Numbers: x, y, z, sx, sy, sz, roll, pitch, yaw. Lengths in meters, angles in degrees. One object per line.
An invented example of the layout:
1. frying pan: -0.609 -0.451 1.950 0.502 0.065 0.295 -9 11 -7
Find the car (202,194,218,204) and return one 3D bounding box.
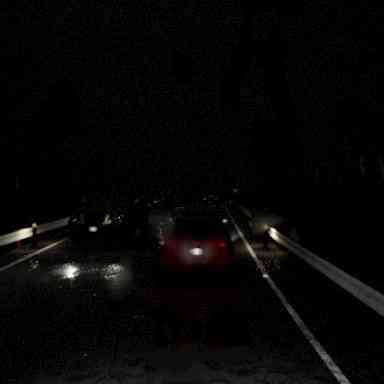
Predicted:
1. car: 2.274 1.028 41.164 1.812 1.442 4.674 0 -2 4

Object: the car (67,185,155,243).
1. car: -3.235 0.782 14.115 2.150 2.045 5.566 0 3 3

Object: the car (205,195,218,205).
1. car: 2.998 1.260 51.306 1.882 1.535 5.008 0 -1 3

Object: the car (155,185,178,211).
1. car: -2.640 0.470 24.582 2.150 2.045 5.566 0 1 4

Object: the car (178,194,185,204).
1. car: -1.807 0.857 35.174 2.033 1.411 5.357 0 -1 5

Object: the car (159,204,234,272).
1. car: 0.174 1.323 10.155 1.994 1.385 4.181 0 3 2
